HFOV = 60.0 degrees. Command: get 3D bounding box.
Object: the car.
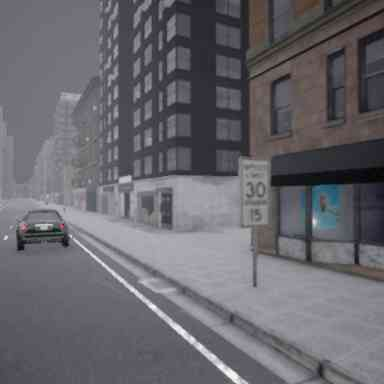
[{"bbox_3d":[-7.308,1.604,16.171,2.097,1.767,4.553,0,-1,-27],"label":"car"}]
